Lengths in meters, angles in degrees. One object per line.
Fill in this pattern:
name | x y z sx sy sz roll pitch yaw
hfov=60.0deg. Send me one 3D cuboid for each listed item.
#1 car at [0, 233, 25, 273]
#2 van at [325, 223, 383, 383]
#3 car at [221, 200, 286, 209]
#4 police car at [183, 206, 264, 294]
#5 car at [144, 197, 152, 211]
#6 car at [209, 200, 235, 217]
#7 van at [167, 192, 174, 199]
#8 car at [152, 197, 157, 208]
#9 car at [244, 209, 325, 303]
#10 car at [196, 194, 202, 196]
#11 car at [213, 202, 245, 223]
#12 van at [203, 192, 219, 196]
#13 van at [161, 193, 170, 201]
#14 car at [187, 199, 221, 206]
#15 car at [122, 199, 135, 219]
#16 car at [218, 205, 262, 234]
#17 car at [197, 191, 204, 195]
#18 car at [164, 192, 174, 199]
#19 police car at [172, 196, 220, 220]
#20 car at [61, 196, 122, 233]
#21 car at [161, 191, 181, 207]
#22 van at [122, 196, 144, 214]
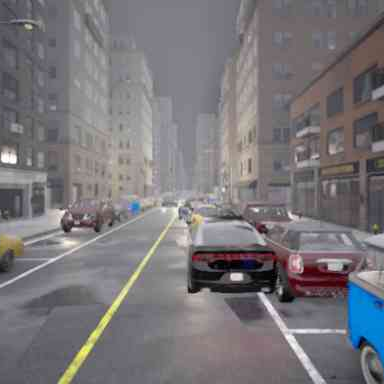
car | -5.860 1.497 7.970 1.752 1.417 4.829 0 0 0
van | 2.667 1.332 2.482 1.690 1.788 3.998 0 0 0
car | 2.663 1.266 13.820 2.192 1.841 5.009 0 0 0
police car | 0.794 1.394 8.887 1.930 1.638 5.238 0 0 -1
car | -5.868 1.394 36.311 1.752 1.417 4.829 0 0 0
car | 2.659 1.441 30.828 2.008 1.369 4.403 0 0 0
van | -5.884 0.946 91.770 1.690 1.788 3.998 0 0 0
car | -5.870 1.369 41.980 1.752 1.417 4.829 0 0 0
car | 2.665 1.411 8.152 1.967 1.590 4.097 0 0 0
car | -0.013 1.369 42.159 1.812 1.442 4.674 0 0 0
car | 2.660 1.477 25.160 1.947 1.339 4.313 0 0 0
van | 2.655 1.184 42.168 1.690 1.788 3.998 0 0 0
van | -5.880 1.032 75.012 1.690 1.788 3.998 0 0 0
car | 0.781 1.388 18.982 1.801 1.575 5.366 0 0 0
car | -5.865 1.461 25.144 2.008 1.369 4.403 0 0 0
car | 2.662 1.497 19.491 1.947 1.339 4.313 0 0 0
car | 2.646 1.131 75.033 1.967 1.590 4.097 0 0 0
car | -5.883 0.950 86.185 2.192 1.841 5.009 0 0 0
police car | 0.266 1.337 24.809 1.930 1.638 5.238 0 0 -17
car | -5.864 1.246 19.476 2.192 1.841 5.009 0 0 0
car | -3.036 1.175 46.262 2.097 1.767 4.553 0 0 0
van | -5.867 1.231 30.812 1.690 1.788 3.998 0 0 0
